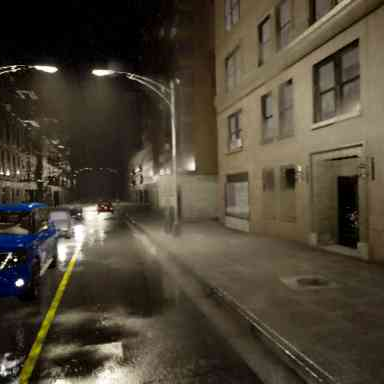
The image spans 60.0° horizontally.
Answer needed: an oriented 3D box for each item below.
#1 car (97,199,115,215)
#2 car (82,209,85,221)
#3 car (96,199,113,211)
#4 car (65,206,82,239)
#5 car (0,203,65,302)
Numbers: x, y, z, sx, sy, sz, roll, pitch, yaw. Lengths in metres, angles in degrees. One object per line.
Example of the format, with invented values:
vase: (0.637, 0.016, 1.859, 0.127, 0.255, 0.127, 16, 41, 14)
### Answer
car: (-9.786, 1.805, 37.781, 2.033, 1.411, 5.357, -1, 0, -15)
car: (-10.153, 1.869, 28.146, 1.895, 1.301, 4.718, -1, 0, -15)
car: (-12.514, 1.817, 47.601, 2.128, 1.511, 4.902, -1, 0, -15)
car: (-7.533, 1.747, 18.480, 2.033, 1.411, 5.357, -1, 0, -15)
car: (-4.855, 1.350, 8.612, 2.150, 2.045, 5.566, -1, 0, -15)
